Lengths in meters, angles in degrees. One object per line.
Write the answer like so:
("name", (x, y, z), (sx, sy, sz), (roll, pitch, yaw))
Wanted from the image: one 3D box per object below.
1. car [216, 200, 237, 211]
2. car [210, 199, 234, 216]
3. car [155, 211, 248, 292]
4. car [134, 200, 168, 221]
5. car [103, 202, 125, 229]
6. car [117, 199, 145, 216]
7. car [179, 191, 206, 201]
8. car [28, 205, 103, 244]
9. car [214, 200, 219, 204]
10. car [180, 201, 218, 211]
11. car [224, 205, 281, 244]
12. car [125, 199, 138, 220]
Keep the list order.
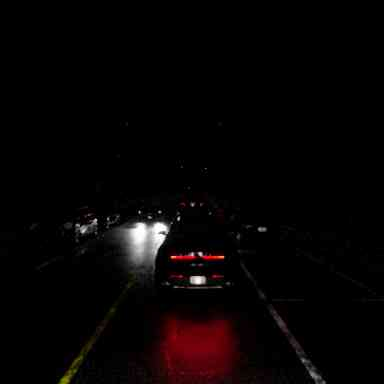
("car", (2.788, 1.462, 20.703), (1.887, 1.381, 4.507), (-1, 0, 0))
("car", (2.809, 1.421, 31.714), (1.887, 1.381, 4.507), (-1, 0, 0))
("car", (0.117, 1.467, 8.860), (1.837, 1.490, 4.892), (0, 0, 0))
("car", (-2.989, 1.499, 25.936), (1.895, 1.301, 4.718), (0, 0, 1))
("car", (-5.737, 1.484, 20.720), (1.947, 1.339, 4.313), (-1, 0, 0))
("car", (-5.716, 1.421, 31.730), (1.887, 1.381, 4.507), (-1, 0, 0))
("car", (0.053, 1.108, 29.211), (2.150, 2.045, 5.566), (0, 0, 0))
("car", (-5.749, 1.379, 15.214), (1.967, 1.590, 4.097), (-1, 0, 0))
("car", (2.799, 1.442, 26.209), (1.887, 1.381, 4.507), (-1, 0, 0))
("car", (0.127, 1.473, 18.764), (2.033, 1.411, 5.357), (0, 0, 0))
("car", (2.778, 1.505, 15.199), (1.947, 1.339, 4.313), (-1, 0, 0))
("car", (-5.726, 1.448, 26.225), (2.008, 1.369, 4.403), (-1, 0, 0))
